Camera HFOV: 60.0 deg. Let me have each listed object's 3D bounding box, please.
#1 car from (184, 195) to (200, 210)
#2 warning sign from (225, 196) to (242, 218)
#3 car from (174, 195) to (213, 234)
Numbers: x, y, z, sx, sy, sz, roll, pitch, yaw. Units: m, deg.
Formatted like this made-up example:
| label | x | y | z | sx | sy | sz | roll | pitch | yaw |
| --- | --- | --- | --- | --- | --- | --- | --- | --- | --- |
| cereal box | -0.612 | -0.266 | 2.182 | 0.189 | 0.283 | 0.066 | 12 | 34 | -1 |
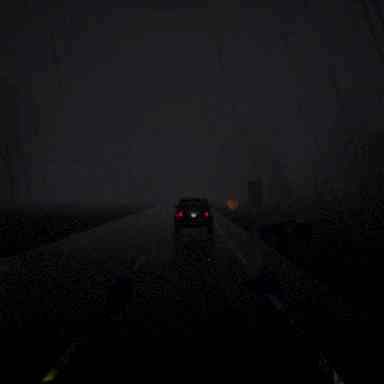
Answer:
| label | x | y | z | sx | sy | sz | roll | pitch | yaw |
| --- | --- | --- | --- | --- | --- | --- | --- | --- | --- |
| car | -0.011 | 1.510 | 48.574 | 2.150 | 2.045 | 5.566 | -1 | 0 | 0 |
| warning sign | 3.547 | 1.255 | 28.682 | 1.300 | 1.860 | 1.060 | 0 | 0 | 0 |
| car | 0.089 | 1.352 | 20.386 | 2.150 | 2.045 | 5.566 | -1 | 0 | 0 |
